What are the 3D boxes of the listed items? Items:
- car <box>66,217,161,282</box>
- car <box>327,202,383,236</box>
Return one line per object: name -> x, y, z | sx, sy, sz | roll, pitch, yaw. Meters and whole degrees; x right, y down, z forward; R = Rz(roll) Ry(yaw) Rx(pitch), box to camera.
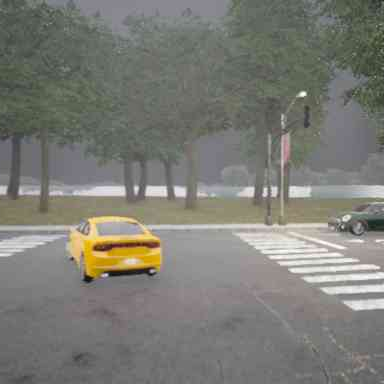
car -> -2.499, 1.476, 9.927 | 1.882, 1.535, 5.008 | 1, -1, -26
car -> 9.750, 1.336, 17.932 | 4.553, 1.767, 2.097 | -1, -1, -3
